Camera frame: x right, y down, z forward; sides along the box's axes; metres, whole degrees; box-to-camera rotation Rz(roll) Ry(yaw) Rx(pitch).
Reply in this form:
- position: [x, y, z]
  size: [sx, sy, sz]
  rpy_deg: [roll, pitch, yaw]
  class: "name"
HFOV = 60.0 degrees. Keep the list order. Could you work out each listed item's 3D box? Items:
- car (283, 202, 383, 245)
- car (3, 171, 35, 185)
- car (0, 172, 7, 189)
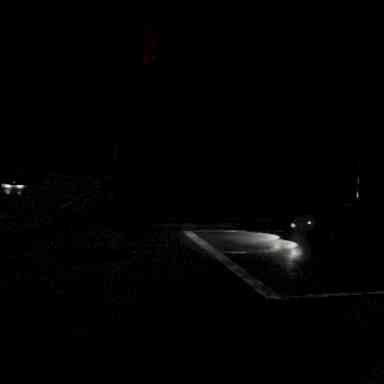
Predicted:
- position: [5.652, 1.110, 12.695]
  size: [4.181, 1.385, 1.994]
  rpy_deg: [2, 3, -15]
  class: "car"
- position: [-20.590, -1.663, 40.280]
  size: [2.033, 1.411, 5.357]
  rpy_deg: [2, 4, -10]
  class: "car"
- position: [-18.460, -0.901, 29.449]
  size: [1.994, 1.385, 4.181]
  rpy_deg: [2, 3, -11]
  class: "car"
